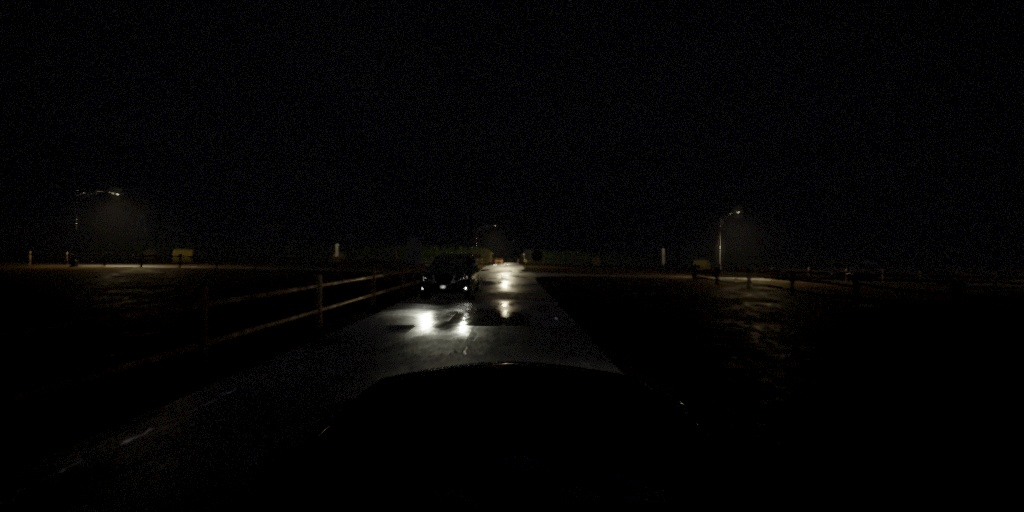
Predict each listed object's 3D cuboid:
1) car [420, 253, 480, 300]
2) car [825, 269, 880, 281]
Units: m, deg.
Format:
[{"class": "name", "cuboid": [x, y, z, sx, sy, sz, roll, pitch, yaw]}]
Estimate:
[{"class": "car", "cuboid": [-2.834, 0.896, 17.542, 2.150, 2.045, 5.566, 0, 0, 0]}, {"class": "car", "cuboid": [38.903, 2.173, 41.073, 4.718, 1.301, 1.895, 1, -1, 0]}]
